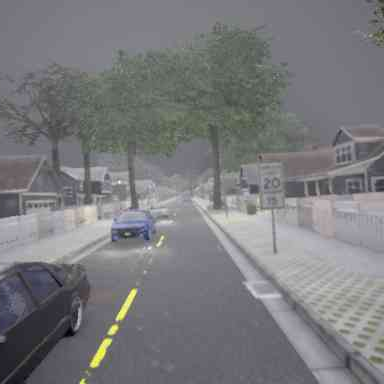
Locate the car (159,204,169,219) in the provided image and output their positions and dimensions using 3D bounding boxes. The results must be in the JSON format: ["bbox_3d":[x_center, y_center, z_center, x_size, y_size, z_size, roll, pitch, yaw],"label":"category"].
[{"bbox_3d":[-3.243,1.873,31.924,1.895,1.301,4.718,-3,0,-1],"label":"car"}]

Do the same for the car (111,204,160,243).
[{"bbox_3d":[-3.052,1.702,17.996,1.882,1.535,5.008,-3,0,-1],"label":"car"}]

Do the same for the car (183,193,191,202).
[{"bbox_3d":[-1.423,1.466,91.083,2.150,2.045,5.566,-3,0,-1],"label":"car"}]

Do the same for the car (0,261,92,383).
[{"bbox_3d":[-2.820,1.726,4.235,2.033,1.411,5.357,-3,0,-1],"label":"car"}]

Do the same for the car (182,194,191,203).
[{"bbox_3d":[-1.228,1.821,80.625,2.128,1.511,4.902,-3,0,-1],"label":"car"}]
